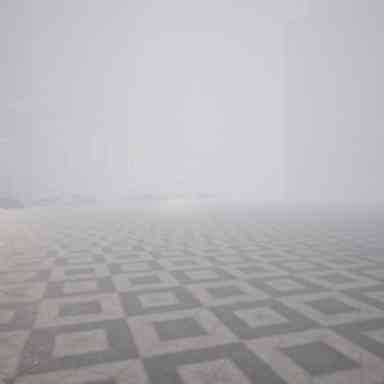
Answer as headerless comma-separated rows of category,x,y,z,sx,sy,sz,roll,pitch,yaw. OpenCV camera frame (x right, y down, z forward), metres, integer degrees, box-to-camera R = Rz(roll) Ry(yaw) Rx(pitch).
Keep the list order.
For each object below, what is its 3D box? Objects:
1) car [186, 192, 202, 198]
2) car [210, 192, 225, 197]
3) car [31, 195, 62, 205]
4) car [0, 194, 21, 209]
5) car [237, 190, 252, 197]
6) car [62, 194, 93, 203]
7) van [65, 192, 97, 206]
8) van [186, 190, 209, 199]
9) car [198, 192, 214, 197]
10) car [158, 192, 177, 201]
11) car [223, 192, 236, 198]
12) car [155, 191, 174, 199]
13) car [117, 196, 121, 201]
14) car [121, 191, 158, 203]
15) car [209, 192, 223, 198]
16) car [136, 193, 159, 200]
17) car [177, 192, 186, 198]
car,0.507,0.711,80.732,1.802,1.307,4.206,1,1,36
car,6.850,0.593,89.619,1.947,1.339,4.313,1,1,36
car,-21.694,1.121,49.628,1.887,1.381,4.507,1,1,36
car,-21.104,1.035,35.777,2.192,1.841,5.009,1,1,36
car,13.786,0.607,84.663,1.802,1.307,4.206,1,1,36
car,-18.523,1.056,54.071,2.008,1.369,4.403,1,1,36
van,-14.760,0.915,44.665,1.690,1.788,3.998,1,1,36
van,1.100,0.583,66.885,1.690,1.788,3.998,1,1,36
car,3.678,0.627,85.175,2.008,1.369,4.403,1,1,36
car,-5.244,0.920,58.000,2.008,1.369,4.403,1,1,36
car,7.442,0.672,75.775,1.887,1.381,4.507,1,1,36
car,-5.835,0.684,71.844,1.967,1.590,4.097,1,1,36
car,-12.179,0.921,62.959,2.008,1.369,4.403,1,1,36
car,-8.416,0.751,53.552,2.192,1.841,5.009,1,1,36
car,4.271,0.623,71.330,1.967,1.590,4.097,1,1,36
car,-9.007,0.856,67.402,2.008,1.369,4.403,1,1,36
car,-2.664,0.730,76.289,1.887,1.381,4.507,1,1,36
